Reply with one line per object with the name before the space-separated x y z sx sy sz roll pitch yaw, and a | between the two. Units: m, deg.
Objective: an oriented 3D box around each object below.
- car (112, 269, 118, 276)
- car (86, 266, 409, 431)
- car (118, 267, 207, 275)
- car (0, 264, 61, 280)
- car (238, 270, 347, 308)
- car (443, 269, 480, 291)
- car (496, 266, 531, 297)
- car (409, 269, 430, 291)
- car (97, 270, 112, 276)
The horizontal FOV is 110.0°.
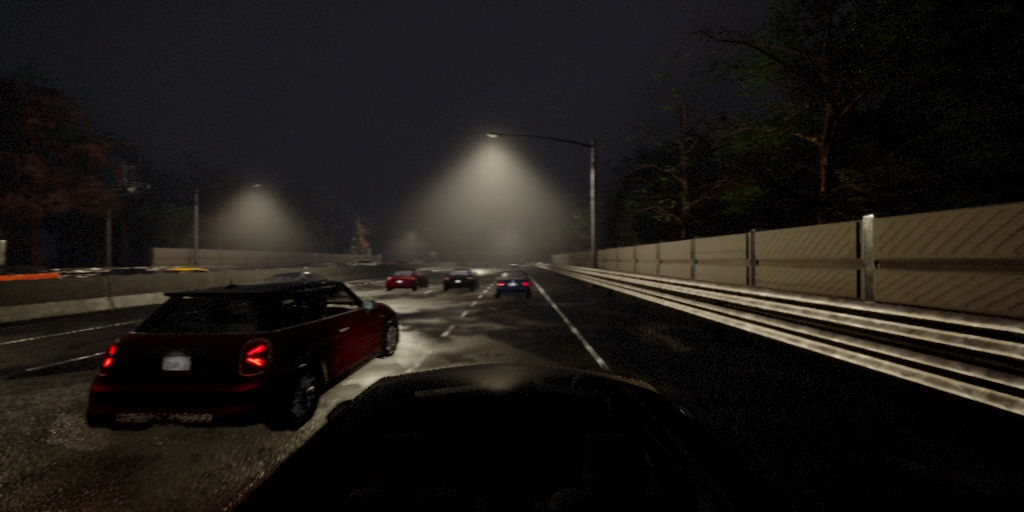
car | -24.473 1.620 25.689 2.033 1.411 5.357 0 -1 1
car | -3.464 1.154 5.849 2.097 1.767 4.553 0 -1 1
car | -21.001 1.507 22.617 1.882 1.535 5.008 0 -1 1
car | -31.502 1.425 22.304 2.097 1.767 4.553 0 -1 1
car | -10.357 1.484 17.569 2.033 1.411 5.357 0 -1 1
car | -3.289 1.527 23.919 1.994 1.385 4.181 0 -1 1
car | 0.069 1.461 20.043 2.033 1.411 5.357 0 -1 1
car | -6.791 1.541 23.744 1.994 1.385 4.181 0 -1 1
car | -27.966 1.615 25.859 1.812 1.442 4.674 0 -1 1
